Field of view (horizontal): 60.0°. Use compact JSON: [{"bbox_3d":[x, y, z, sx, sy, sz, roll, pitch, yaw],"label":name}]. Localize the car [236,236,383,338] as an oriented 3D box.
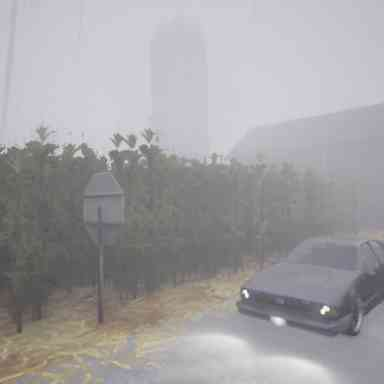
[{"bbox_3d":[3.183,1.705,7.256,2.033,1.411,5.357,-2,-2,43],"label":"car"}]
